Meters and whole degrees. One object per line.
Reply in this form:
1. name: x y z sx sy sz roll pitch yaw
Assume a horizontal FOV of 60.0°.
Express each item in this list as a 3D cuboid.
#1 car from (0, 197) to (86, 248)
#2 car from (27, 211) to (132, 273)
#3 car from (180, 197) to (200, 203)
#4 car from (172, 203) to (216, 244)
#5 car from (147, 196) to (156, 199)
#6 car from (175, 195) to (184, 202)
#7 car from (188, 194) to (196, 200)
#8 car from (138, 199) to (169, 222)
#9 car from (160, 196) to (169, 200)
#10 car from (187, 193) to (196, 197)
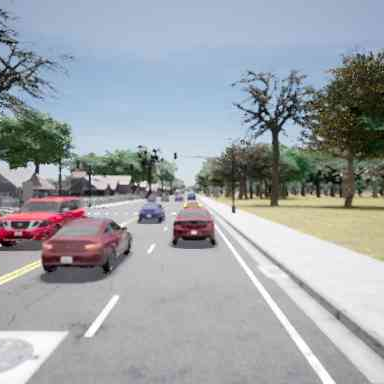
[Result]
1. car: -6.610 1.260 15.431 2.150 2.045 5.566 0 0 0
2. car: -3.159 1.551 10.675 1.812 1.442 4.674 0 0 0
3. car: 0.074 1.545 31.279 1.882 1.535 5.008 0 0 0
4. car: 0.087 1.514 16.085 1.882 1.535 5.008 0 0 0
5. car: -9.807 1.652 80.852 1.837 1.490 4.892 0 0 0
6. car: -3.309 1.501 84.765 2.097 1.767 4.553 0 0 0
7. car: -0.067 1.355 95.603 2.097 1.767 4.553 0 0 0
8. car: -3.168 1.585 26.760 1.812 1.442 4.674 0 0 0
9. car: -6.557 1.651 80.854 1.837 1.490 4.892 0 0 0
10. car: -0.059 1.370 84.412 2.150 2.045 5.566 0 0 0
